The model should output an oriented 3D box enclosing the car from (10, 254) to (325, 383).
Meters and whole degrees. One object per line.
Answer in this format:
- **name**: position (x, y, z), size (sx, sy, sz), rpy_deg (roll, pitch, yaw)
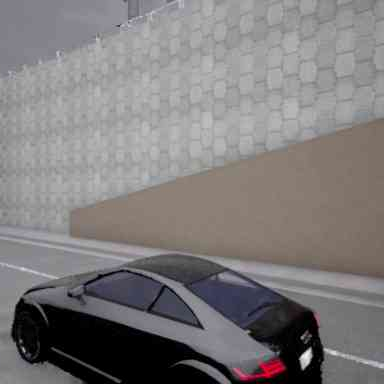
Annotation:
- **car**: position (-0.526, 1.549, 4.366), size (4.181, 1.385, 1.994), rpy_deg (0, 0, 36)
